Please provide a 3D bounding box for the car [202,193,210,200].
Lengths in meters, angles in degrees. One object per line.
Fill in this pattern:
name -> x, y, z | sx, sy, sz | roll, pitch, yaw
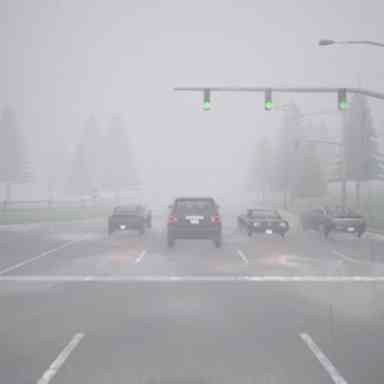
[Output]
car -> 3.500, 1.088, 83.220 | 1.882, 1.535, 5.008 | 0, 0, 0

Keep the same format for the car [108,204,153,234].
car -> -3.400, 1.454, 18.793 | 1.837, 1.490, 4.892 | 0, 0, 0

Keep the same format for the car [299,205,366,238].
car -> 7.100, 1.445, 17.283 | 2.128, 1.511, 4.902 | 0, 0, 0

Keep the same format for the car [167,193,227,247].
car -> 0.100, 1.181, 14.968 | 2.150, 2.045, 5.566 | 0, 0, 0

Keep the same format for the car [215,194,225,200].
car -> 7.000, 1.163, 83.220 | 1.994, 1.385, 4.181 | 0, 0, 0

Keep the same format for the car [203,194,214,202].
car -> 3.500, 1.323, 72.801 | 2.128, 1.511, 4.902 | 0, 0, 0

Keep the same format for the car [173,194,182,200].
car -> -3.500, 1.150, 83.220 | 2.033, 1.411, 5.357 | 0, 0, 0

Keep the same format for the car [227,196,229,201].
car -> 7.000, 1.349, 73.184 | 1.994, 1.385, 4.181 | 0, 0, 0

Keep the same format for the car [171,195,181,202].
car -> -3.500, 1.337, 72.801 | 2.033, 1.411, 5.357 | 0, 0, 0

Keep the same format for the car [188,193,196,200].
car -> 0.000, 1.136, 83.220 | 2.128, 1.511, 4.902 | 0, 0, 0

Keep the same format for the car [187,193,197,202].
car -> 0.000, 1.152, 73.187 | 2.097, 1.767, 4.553 | 0, 0, 0

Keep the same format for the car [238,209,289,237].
car -> 3.600, 1.553, 17.720 | 1.895, 1.301, 4.718 | 0, 0, 0
